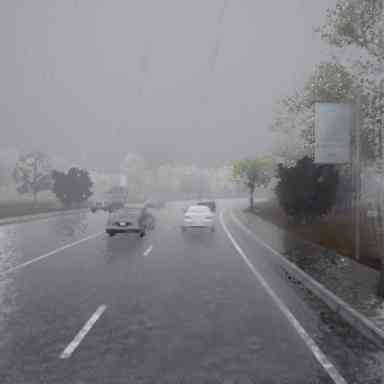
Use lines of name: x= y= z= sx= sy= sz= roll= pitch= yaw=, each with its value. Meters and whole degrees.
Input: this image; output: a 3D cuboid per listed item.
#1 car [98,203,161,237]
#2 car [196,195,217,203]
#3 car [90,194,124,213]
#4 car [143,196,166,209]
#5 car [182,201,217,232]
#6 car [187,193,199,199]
car: x=-3.167 y=1.546 z=18.075 sx=2.033 sy=1.411 sz=5.357 roll=0 pitch=0 yaw=2
car: x=1.790 y=1.479 z=37.892 sx=1.882 sy=1.535 sz=5.008 roll=0 pitch=0 yaw=7
car: x=-9.148 y=1.217 z=36.343 sx=2.150 sy=2.045 sz=5.566 roll=0 pitch=0 yaw=6
car: x=-4.802 y=1.345 z=42.585 sx=2.097 sy=1.767 sz=4.553 roll=0 pitch=0 yaw=9
car: x=0.429 y=1.525 z=20.172 sx=1.812 sy=1.442 sz=4.674 roll=0 pitch=0 yaw=2
car: x=0.377 y=0.958 z=76.335 sx=2.097 sy=1.767 sz=4.553 roll=0 pitch=0 yaw=21
